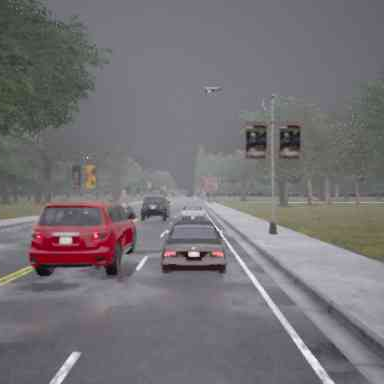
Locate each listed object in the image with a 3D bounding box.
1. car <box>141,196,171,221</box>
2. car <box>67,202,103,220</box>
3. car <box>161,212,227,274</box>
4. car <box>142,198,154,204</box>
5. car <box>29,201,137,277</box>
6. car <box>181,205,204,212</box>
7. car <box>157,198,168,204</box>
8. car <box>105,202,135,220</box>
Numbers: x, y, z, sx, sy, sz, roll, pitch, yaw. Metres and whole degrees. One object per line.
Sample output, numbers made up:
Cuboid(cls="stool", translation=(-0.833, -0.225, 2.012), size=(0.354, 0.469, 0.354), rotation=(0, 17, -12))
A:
Cuboid(cls="car", translation=(-3.168, 1.411, 29.753), size=(2.150, 2.045, 5.566), rotation=(0, -1, 0))
Cuboid(cls="car", translation=(-9.854, 1.705, 31.036), size=(1.837, 1.490, 4.892), rotation=(0, -1, 0))
Cuboid(cls="car", translation=(0.062, 1.614, 10.792), size=(2.033, 1.411, 5.357), rotation=(0, 0, 0))
Cuboid(cls="car", translation=(-9.757, 1.997, 73.835), size=(1.994, 1.385, 4.181), rotation=(0, 0, 0))
Cuboid(cls="car", translation=(-3.157, 1.287, 10.724), size=(2.150, 2.045, 5.566), rotation=(0, 0, -2))
Cuboid(cls="car", translation=(0.070, 1.787, 29.024), size=(1.895, 1.301, 4.718), rotation=(0, 0, 0))
Cuboid(cls="car", translation=(-6.507, 1.998, 73.834), size=(1.994, 1.385, 4.181), rotation=(0, 0, 0))
Cuboid(cls="car", translation=(-6.604, 1.724, 31.010), size=(1.812, 1.442, 4.674), rotation=(0, -1, 0))
